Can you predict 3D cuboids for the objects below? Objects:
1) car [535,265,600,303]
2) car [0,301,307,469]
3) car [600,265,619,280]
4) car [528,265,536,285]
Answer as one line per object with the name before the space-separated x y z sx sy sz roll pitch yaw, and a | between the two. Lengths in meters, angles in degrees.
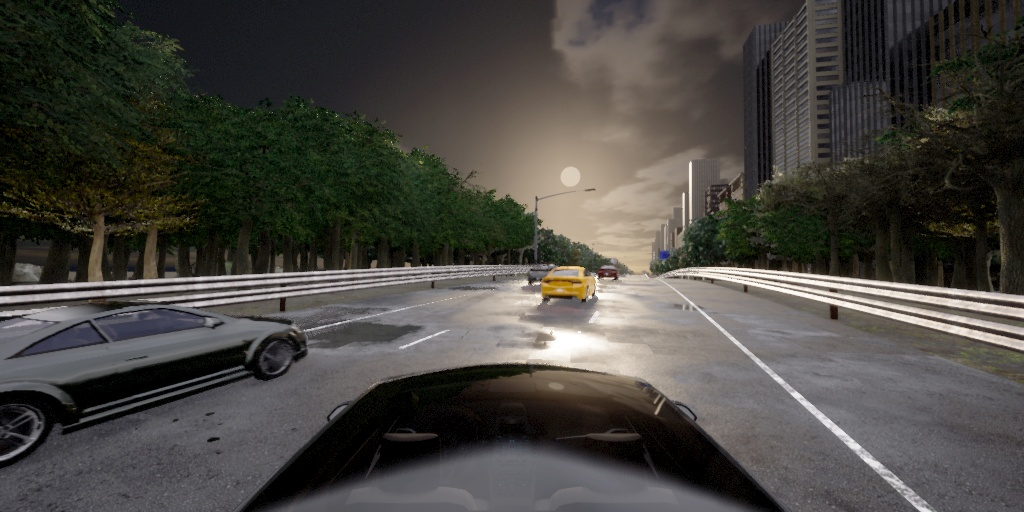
car | 2.791 1.254 16.930 1.882 1.535 5.008 0 0 19
car | -5.154 1.312 4.955 1.994 1.385 4.181 0 0 19
car | 10.374 1.738 38.397 1.882 1.535 5.008 0 -2 19
car | 2.594 1.383 26.881 2.128 1.511 4.902 0 -1 19
